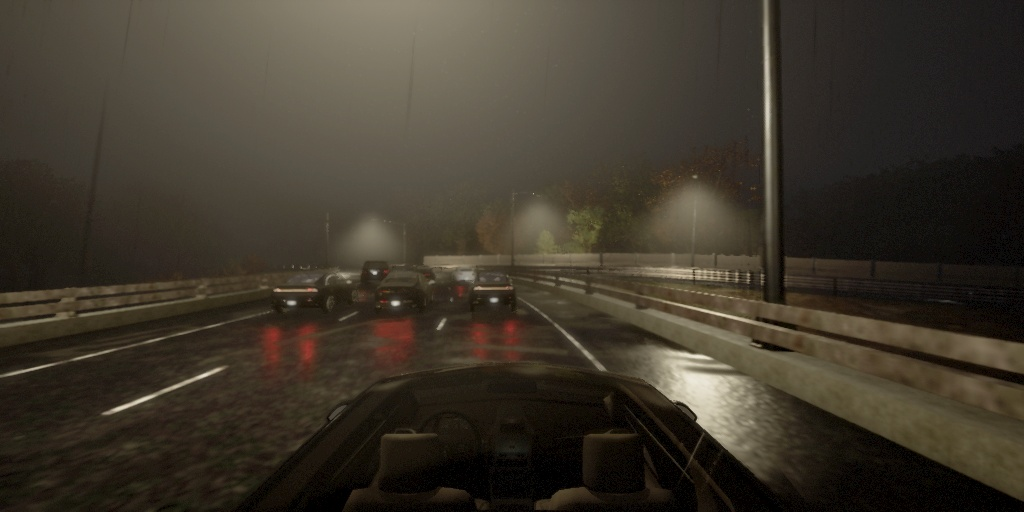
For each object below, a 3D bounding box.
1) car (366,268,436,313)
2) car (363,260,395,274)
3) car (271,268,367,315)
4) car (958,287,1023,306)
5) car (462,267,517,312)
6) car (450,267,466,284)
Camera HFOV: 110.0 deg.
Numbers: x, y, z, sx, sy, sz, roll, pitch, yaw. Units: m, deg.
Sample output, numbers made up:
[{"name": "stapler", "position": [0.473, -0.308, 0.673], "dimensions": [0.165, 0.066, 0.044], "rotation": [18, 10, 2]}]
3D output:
[{"name": "car", "position": [-4.416, 1.449, 15.123], "dimensions": [1.837, 1.490, 4.892], "rotation": [0, 0, -7]}, {"name": "car", "position": [-10.620, 1.368, 28.588], "dimensions": [2.150, 2.045, 5.566], "rotation": [0, -1, -15]}, {"name": "car", "position": [-7.903, 1.445, 14.794], "dimensions": [2.128, 1.511, 4.902], "rotation": [0, -1, -7]}, {"name": "car", "position": [37.580, 3.088, 27.664], "dimensions": [4.181, 1.385, 1.994], "rotation": [3, 1, 28]}, {"name": "car", "position": [-0.927, 1.425, 15.399], "dimensions": [2.128, 1.511, 4.902], "rotation": [0, -1, -7]}, {"name": "car", "position": [-4.306, 1.690, 31.993], "dimensions": [1.812, 1.442, 4.674], "rotation": [0, -1, -15]}]
